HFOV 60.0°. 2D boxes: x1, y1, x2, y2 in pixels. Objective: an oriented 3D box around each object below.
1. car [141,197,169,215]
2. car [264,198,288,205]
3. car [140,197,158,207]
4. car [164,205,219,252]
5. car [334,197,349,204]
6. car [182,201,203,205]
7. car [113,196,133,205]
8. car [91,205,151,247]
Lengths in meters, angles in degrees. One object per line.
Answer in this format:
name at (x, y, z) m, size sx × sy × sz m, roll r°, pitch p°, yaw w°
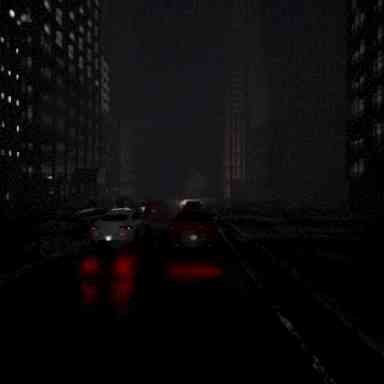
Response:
car at (-3.161, 1.477, 30.559) m, size 1.882 × 1.535 × 5.008 m, roll 0°, pitch 0°, yaw 0°
car at (15.942, 1.826, 63.007) m, size 4.403 × 1.369 × 2.008 m, roll 1°, pitch 0°, yaw -1°
car at (-6.527, 1.547, 51.153) m, size 2.033 × 1.411 × 5.357 m, roll 0°, pitch 0°, yaw 1°
car at (0.077, 1.478, 14.018) m, size 1.882 × 1.535 × 5.008 m, roll 0°, pitch -1°, yaw 0°
car at (32.774, 1.744, 71.719) m, size 4.097 × 1.590 × 1.967 m, roll 1°, pitch 0°, yaw -1°
car at (0.087, 1.525, 29.989) m, size 1.812 × 1.442 × 4.674 m, roll 0°, pitch 0°, yaw 0°
car at (-9.803, 1.350, 47.646) m, size 2.097 × 1.767 × 4.553 m, roll 0°, pitch 0°, yaw 0°
car at (-3.168, 1.525, 14.977) m, size 1.812 × 1.442 × 4.674 m, roll 0°, pitch 0°, yaw 0°
